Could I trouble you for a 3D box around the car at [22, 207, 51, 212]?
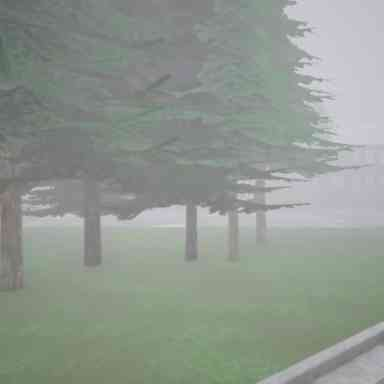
[{"bbox_3d":[-15.086,1.515,29.583,5.357,1.411,2.033,0,0,3],"label":"car"}]
